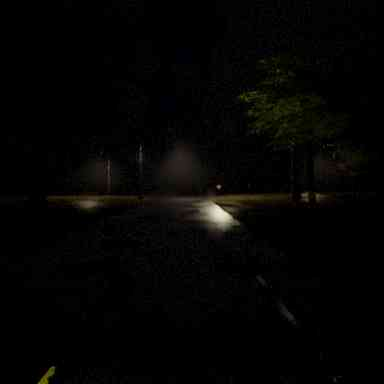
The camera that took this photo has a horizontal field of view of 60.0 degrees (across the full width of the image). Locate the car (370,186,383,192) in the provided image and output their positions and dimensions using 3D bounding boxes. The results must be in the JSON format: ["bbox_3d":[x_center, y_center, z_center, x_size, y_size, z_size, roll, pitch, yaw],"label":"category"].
[{"bbox_3d":[46.300,-0.657,81.778,4.902,1.511,2.128,-1,-2,-1],"label":"car"}]
